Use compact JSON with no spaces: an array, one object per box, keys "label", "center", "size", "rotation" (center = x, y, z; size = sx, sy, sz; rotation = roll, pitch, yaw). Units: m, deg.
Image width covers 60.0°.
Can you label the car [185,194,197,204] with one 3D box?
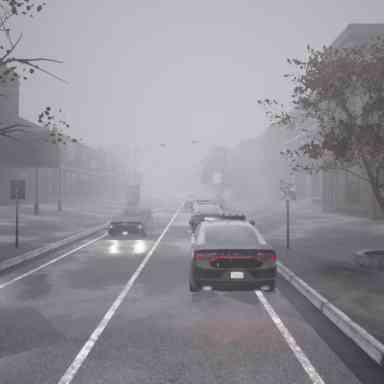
[{"label":"car","center":[-0.150,1.257,59.816],"size":[2.097,1.767,4.553],"rotation":[0,0,0]}]

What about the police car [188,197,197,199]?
[{"label":"police car","center":[0.838,1.428,25.117],"size":[1.930,1.638,5.238],"rotation":[0,0,0]}]

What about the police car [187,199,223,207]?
[{"label":"police car","center":[0.853,1.428,19.117],"size":[1.930,1.638,5.238],"rotation":[0,0,0]}]

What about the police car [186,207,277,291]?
[{"label":"police car","center":[0.879,1.426,9.116],"size":[1.930,1.638,5.238],"rotation":[0,0,0]}]

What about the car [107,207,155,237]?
[{"label":"car","center":[-3.144,1.550,18.285],"size":[2.033,1.411,5.357],"rotation":[0,0,0]}]

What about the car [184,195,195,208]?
[{"label":"car","center":[-0.101,1.507,46.698],"size":[1.812,1.442,4.674],"rotation":[0,0,0]}]

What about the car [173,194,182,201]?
[{"label":"car","center":[-3.190,1.228,75.252],"size":[1.882,1.535,5.008],"rotation":[0,1,0]}]
